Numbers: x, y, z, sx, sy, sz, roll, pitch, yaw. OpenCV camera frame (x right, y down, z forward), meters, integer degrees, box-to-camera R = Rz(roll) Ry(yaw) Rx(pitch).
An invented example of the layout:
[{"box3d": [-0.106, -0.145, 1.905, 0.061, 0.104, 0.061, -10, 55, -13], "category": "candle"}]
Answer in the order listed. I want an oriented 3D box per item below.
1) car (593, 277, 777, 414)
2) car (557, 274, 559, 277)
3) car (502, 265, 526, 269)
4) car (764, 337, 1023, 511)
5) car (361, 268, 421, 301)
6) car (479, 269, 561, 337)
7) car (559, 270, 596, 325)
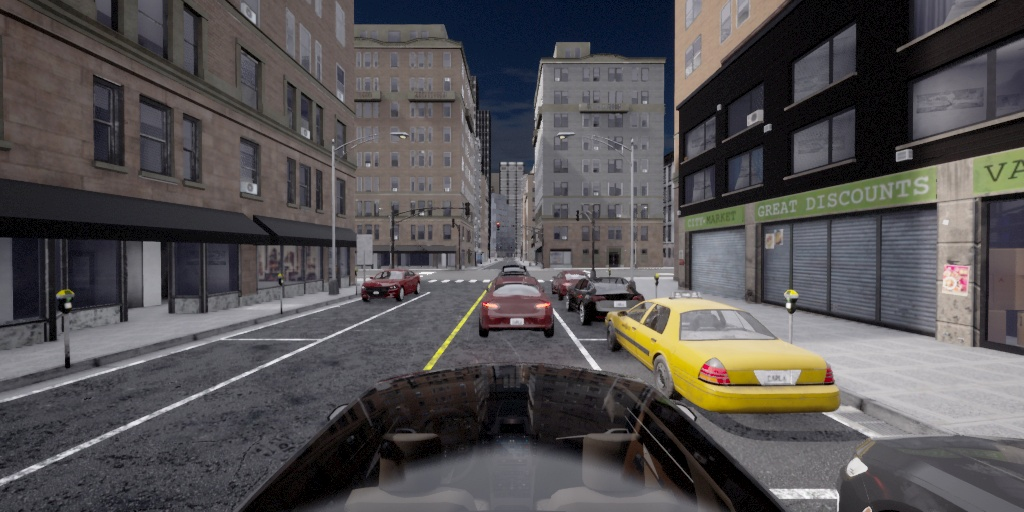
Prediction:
[{"box3d": [2.878, 1.274, 6.187, 1.751, 1.417, 4.829, 0, 0, 0], "category": "car"}, {"box3d": [2.889, 1.327, 17.189, 1.802, 1.307, 4.207, 0, 0, 0], "category": "car"}, {"box3d": [0.116, 1.248, 20.446, 1.837, 1.490, 4.892, 0, 0, 0], "category": "car"}, {"box3d": [2.872, 1.301, 0.431, 2.007, 1.370, 4.403, 0, 0, 0], "category": "car"}, {"box3d": [-5.656, 1.290, 17.195, 1.888, 1.381, 4.507, 0, 0, 0], "category": "car"}, {"box3d": [0.102, 1.273, 10.167, 1.812, 1.442, 4.674, 0, 0, 0], "category": "car"}, {"box3d": [2.884, 1.313, 11.603, 1.948, 1.339, 4.313, 0, 0, 0], "category": "car"}]
